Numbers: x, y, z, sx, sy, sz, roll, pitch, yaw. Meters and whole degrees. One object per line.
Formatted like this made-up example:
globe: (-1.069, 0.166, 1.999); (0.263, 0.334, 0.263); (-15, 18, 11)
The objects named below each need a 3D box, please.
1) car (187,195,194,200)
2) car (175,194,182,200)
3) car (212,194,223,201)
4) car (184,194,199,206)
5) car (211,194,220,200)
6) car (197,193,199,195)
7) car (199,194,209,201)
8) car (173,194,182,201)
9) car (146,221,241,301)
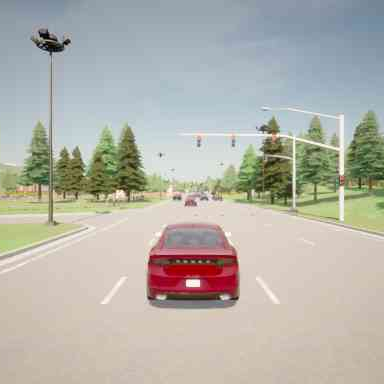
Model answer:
car: (-0.355, 1.427, 94.083); (1.895, 1.301, 4.718); (0, 0, 0)
car: (-3.855, 1.310, 94.040); (1.882, 1.535, 5.008); (0, 0, 0)
car: (6.684, 1.516, 83.660); (2.128, 1.511, 4.902); (0, 0, 0)
car: (-0.199, 1.525, 53.020); (1.812, 1.442, 4.674); (0, 0, 0)
car: (6.645, 1.372, 94.080); (2.033, 1.411, 5.357); (0, 0, 0)
car: (3.145, 1.357, 94.066); (2.128, 1.511, 4.902); (0, 0, 0)
car: (3.183, 1.516, 84.063); (1.812, 1.442, 4.674); (0, 0, 0)
car: (-3.816, 1.469, 83.620); (1.882, 1.535, 5.008); (0, 0, 0)
car: (0.031, 1.478, 8.418); (1.882, 1.535, 5.008); (0, 0, 0)
